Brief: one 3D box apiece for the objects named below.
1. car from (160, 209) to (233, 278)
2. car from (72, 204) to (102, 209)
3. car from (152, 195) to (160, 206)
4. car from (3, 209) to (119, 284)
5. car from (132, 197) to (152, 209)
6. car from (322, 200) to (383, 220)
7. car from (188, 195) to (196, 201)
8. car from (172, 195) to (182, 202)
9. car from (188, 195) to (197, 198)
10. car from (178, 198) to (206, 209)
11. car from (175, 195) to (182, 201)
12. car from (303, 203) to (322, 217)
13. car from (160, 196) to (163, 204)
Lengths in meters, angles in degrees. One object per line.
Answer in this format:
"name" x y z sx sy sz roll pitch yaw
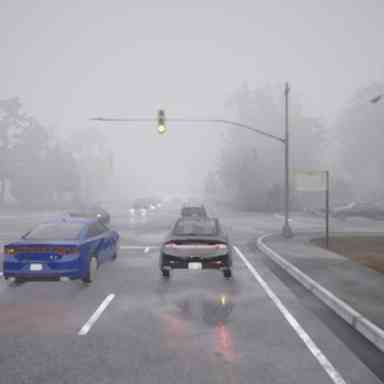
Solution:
"car" 0.198 1.501 10.147 2.128 1.511 4.902 0 0 3
"car" -7.690 1.586 24.341 1.994 1.385 4.181 0 0 -40
"car" -7.023 1.555 55.501 1.837 1.490 4.892 0 0 0
"car" -3.422 1.487 9.680 1.882 1.535 5.008 0 0 -1
"car" -7.074 1.547 46.134 1.837 1.490 4.892 0 0 0
"car" 13.706 1.550 27.578 4.674 1.442 1.812 0 0 3
"car" 0.008 1.484 85.234 1.812 1.442 4.674 0 0 0
"car" -3.493 1.663 75.427 1.895 1.301 4.718 0 0 0
"car" 0.007 1.586 75.198 2.128 1.511 4.902 0 0 0
"car" 0.103 1.501 26.303 1.882 1.535 5.008 0 0 0
"car" -3.492 1.603 87.227 1.812 1.442 4.674 0 0 0
"car" 13.001 1.519 31.139 4.902 1.511 2.128 0 0 4
"car" -6.993 1.411 65.426 2.097 1.767 4.553 0 0 0
